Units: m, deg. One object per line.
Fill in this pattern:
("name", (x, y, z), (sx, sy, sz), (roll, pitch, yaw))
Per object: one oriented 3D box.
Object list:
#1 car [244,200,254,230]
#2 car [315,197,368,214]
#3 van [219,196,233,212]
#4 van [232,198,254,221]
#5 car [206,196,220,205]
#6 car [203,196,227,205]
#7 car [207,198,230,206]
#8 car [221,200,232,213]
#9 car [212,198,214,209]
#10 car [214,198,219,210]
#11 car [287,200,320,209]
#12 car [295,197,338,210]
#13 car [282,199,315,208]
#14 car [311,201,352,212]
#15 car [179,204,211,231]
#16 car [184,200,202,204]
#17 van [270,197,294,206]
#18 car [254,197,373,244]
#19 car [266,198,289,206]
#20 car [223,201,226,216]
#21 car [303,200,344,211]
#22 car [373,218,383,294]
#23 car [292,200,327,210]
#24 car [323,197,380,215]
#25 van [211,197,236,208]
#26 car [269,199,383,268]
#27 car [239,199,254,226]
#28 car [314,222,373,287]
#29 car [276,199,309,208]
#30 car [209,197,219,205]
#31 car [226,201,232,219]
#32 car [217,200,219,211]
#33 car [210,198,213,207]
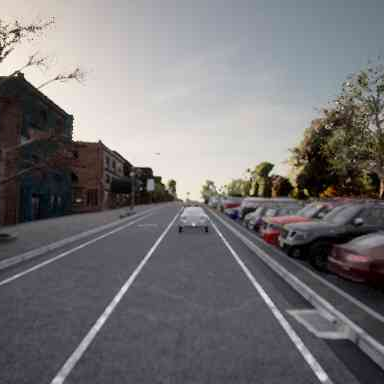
("car", (5.622, 1.539, 19.138), (4.553, 1.767, 2.185), (0, -1, 0))
("car", (18.666, 1.620, 41.810), (5.566, 2.045, 2.435), (0, -1, 0))
("van", (5.509, 1.592, 35.957), (4.442, 1.987, 1.878), (0, -1, 0))
("van", (5.528, 1.489, 24.745), (4.442, 1.987, 1.878), (0, -1, 0))
("car", (5.621, 1.771, 55.577), (5.566, 2.045, 2.435), (0, -1, 0))
("car", (5.600, 2.110, 80.804), (5.566, 2.045, 2.435), (0, -1, 0))
("car", (5.542, 2.070, 69.592), (4.553, 1.767, 2.185), (0, -1, 0))
("car", (5.601, 1.821, 33.152), (4.792, 1.488, 2.163), (0, -1, 0))
("car", (5.606, 1.895, 44.362), (5.008, 1.535, 2.097), (0, -1, 0))
("car", (5.802, 1.866, 41.562), (5.366, 1.575, 1.946), (0, -1, 0))
("car", (18.643, 2.054, 55.729), (4.792, 1.488, 2.163), (0, -1, 0))
("car", (18.653, 1.707, 50.165), (5.566, 2.045, 2.435), (0, -1, 0))
("car", (18.662, 2.059, 58.514), (5.008, 1.535, 2.097), (0, -1, 0))
("car", (18.688, 1.940, 44.714), (4.674, 1.452, 2.002), (0, -1, 0))
("car", (0.093, 1.744, 22.296), (1.812, 1.442, 4.674), (0, -1, 0))
("car", (0.088, 1.740, 40.493), (2.097, 1.767, 4.553), (0, -1, 0))
("van", (18.770, 1.970, 69.660), (4.442, 1.987, 1.878), (0, -1, 0))
("car", (5.635, 1.362, 13.532), (5.566, 2.045, 2.435), (0, -1, 0))
("car", (18.621, 2.108, 72.439), (4.553, 1.767, 2.185), (0, -1, 0))
("car", (5.606, 1.796, 30.349), (4.792, 1.488, 2.163), (0, -1, 0))
("car", (18.681, 1.928, 47.375), (5.008, 1.535, 2.097), (0, -1, 0))
("car", (5.708, 1.411, 5.122), (4.553, 1.767, 2.185), (0, -1, 0))
("car", (18.706, 2.020, 52.945), (4.792, 1.488, 2.163), (0, -1, 0))
("car", (18.671, 1.596, 39.148), (5.566, 2.045, 2.435), (0, -1, 0))
("van", (5.700, 1.866, 61.184), (4.442, 1.987, 1.878), (0, -1, 0))
("car", (5.639, 1.336, 10.729), (5.566, 2.045, 2.435), (0, -1, 0))
("car", (5.680, 1.564, 21.941), (4.553, 1.767, 2.185), (0, -1, 0))
("car", (5.670, 1.602, 7.923), (4.674, 1.452, 2.002), (0, -1, 0))
("car", (18.478, 2.090, 61.300), (5.366, 1.575, 1.946), (0, -1, 0))
("car", (5.593, 1.989, 52.767), (4.892, 1.521, 2.231), (0, -1, 0))
("car", (5.634, 1.741, 27.546), (5.008, 1.535, 2.097), (0, -1, 0))
("car", (5.650, 1.873, 38.758), (4.792, 1.488, 2.163), (0, -1, 0))
("car", (5.573, 1.985, 49.969), (4.792, 1.488, 2.163), (0, -1, 0))
